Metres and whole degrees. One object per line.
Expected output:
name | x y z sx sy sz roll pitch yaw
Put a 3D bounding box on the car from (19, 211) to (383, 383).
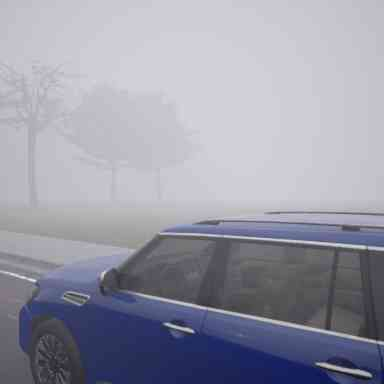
car | 0.588 1.221 3.273 5.566 2.045 2.150 0 0 35
